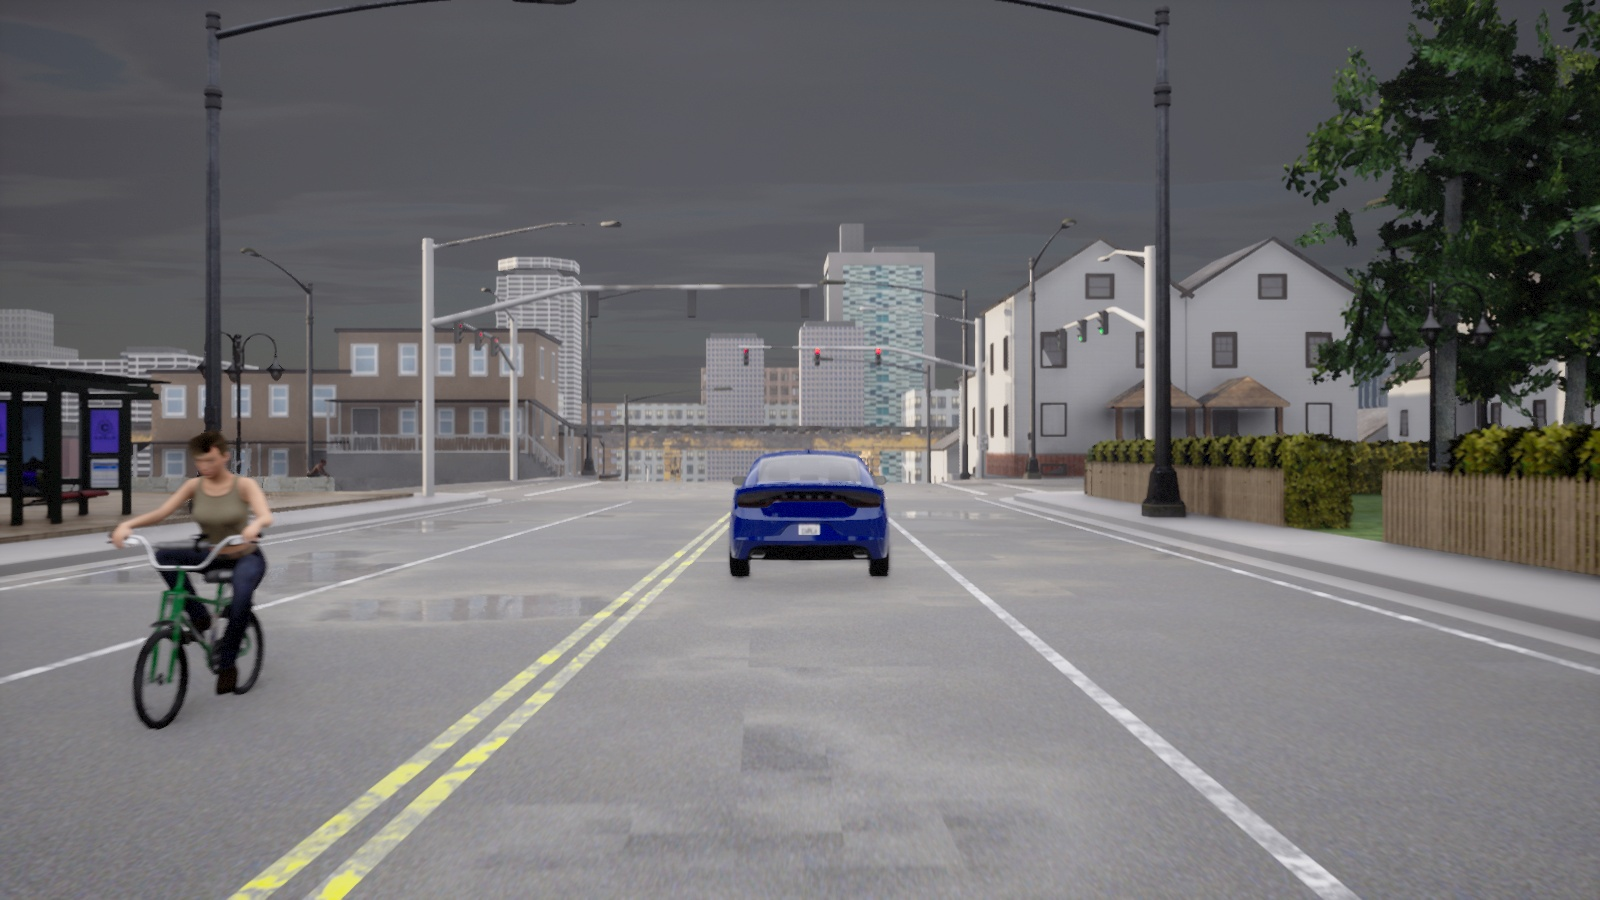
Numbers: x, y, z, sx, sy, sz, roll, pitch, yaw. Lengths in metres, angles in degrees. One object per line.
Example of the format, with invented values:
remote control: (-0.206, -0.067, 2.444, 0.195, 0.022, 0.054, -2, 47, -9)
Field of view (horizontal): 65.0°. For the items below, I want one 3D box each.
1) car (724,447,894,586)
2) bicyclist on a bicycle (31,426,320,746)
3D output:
car: (0.120, 0.731, 16.357, 1.882, 1.535, 5.008, 0, 0, 0)
bicyclist on a bicycle: (-3.436, 0.685, 7.084, 0.866, 1.612, 1.509, 0, 0, 1)
